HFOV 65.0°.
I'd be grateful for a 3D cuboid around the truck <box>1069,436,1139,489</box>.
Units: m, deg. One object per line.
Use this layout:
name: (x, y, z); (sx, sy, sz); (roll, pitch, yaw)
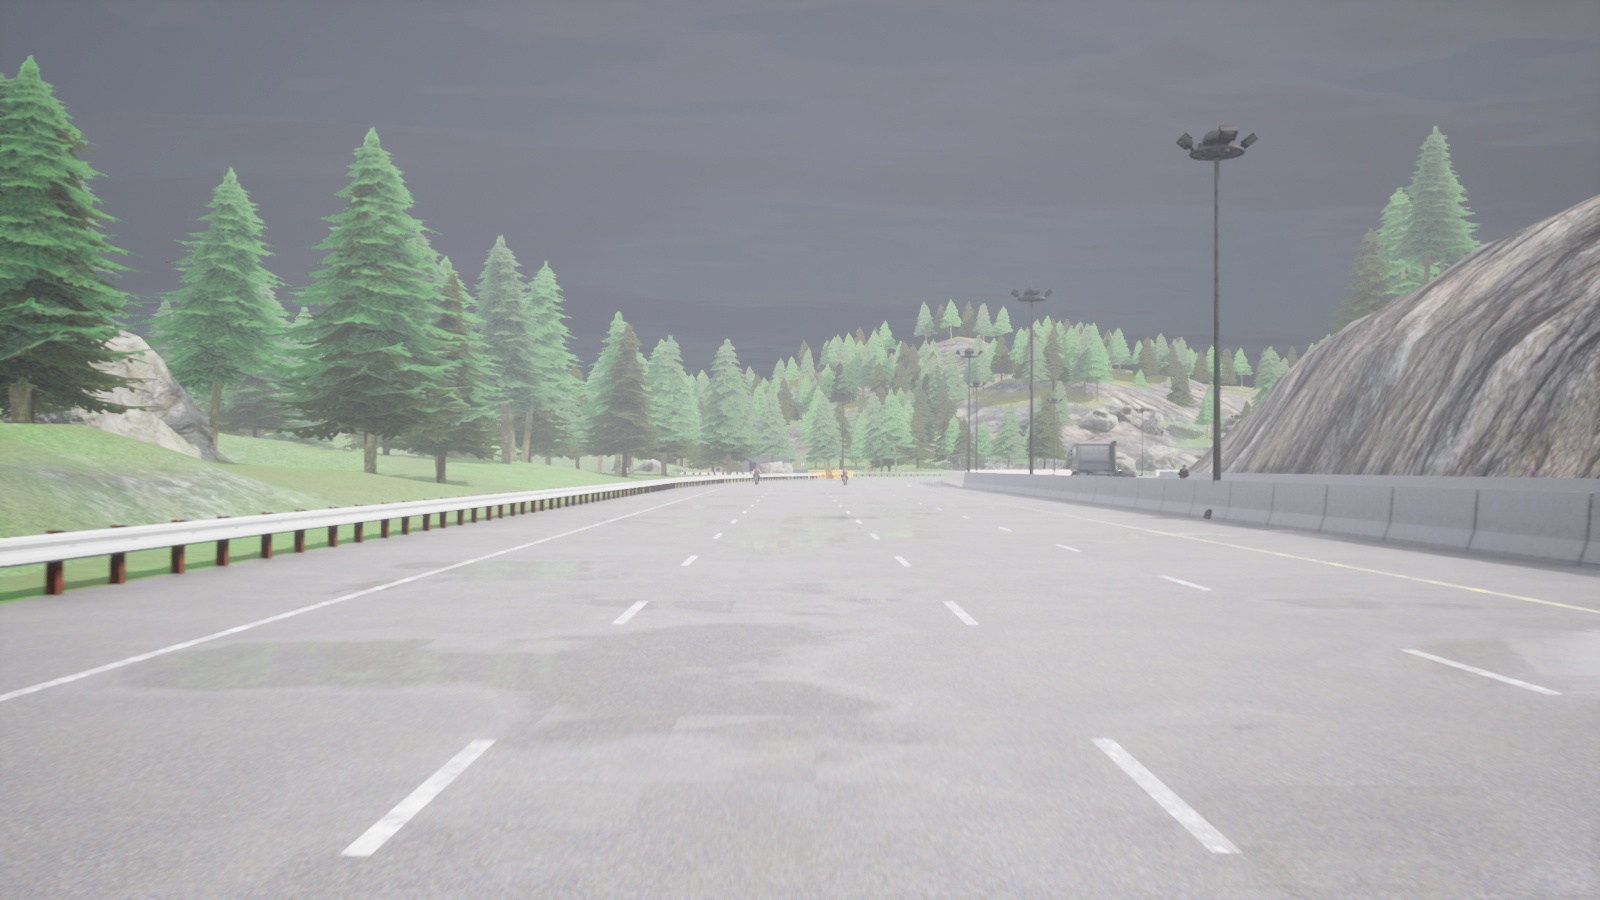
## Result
truck: (20.792, 0.865, 86.354); (2.891, 3.462, 7.936); (0, -1, 0)
